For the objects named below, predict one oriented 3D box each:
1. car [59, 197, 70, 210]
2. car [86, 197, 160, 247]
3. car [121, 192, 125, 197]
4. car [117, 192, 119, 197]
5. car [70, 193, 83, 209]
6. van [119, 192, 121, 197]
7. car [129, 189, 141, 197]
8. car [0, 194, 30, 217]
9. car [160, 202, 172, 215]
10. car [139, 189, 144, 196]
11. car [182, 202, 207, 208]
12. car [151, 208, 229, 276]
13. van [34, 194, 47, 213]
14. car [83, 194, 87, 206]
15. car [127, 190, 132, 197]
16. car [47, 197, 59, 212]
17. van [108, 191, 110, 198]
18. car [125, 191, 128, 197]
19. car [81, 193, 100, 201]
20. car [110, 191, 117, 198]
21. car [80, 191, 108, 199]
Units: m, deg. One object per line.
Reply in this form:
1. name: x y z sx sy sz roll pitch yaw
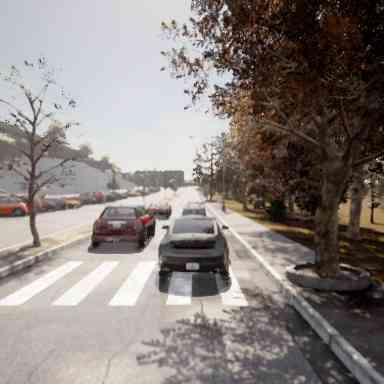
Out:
1. car: -16.751 1.404 37.790 4.792 1.488 2.163 -1 1 -20
2. car: -2.861 1.295 14.871 2.097 1.767 4.553 0 0 0
3. car: -16.562 0.847 67.650 4.553 1.767 2.185 -1 1 -20
4. car: -16.610 1.067 61.678 4.892 1.521 2.231 -1 1 -20
5. car: -16.539 1.341 40.858 5.366 1.575 1.946 -1 0 -20
6. van: -16.715 0.796 64.614 4.442 1.987 1.878 -1 1 -20
7. car: -16.482 0.722 85.646 4.792 1.488 2.163 -1 1 -20
8. car: -16.738 1.291 28.858 4.553 1.767 2.185 -1 0 -20
9. car: -2.804 1.522 29.353 1.895 1.301 4.718 0 0 0
10. car: -16.652 0.597 91.570 5.366 1.575 1.946 -1 1 -20
11. car: 0.168 1.475 26.122 2.033 1.411 5.357 0 0 1
12. car: 0.084 1.460 10.172 1.837 1.490 4.892 0 1 2
13. van: -16.647 1.181 31.884 4.442 1.987 1.878 -1 0 -20
14. car: -16.670 1.348 43.787 4.792 1.488 2.163 -1 0 -20
15. car: -16.537 0.909 73.642 4.792 1.488 2.163 -1 1 -20
16. car: -16.733 1.431 34.818 4.674 1.452 2.002 -1 1 -20
17. van: -16.538 0.931 55.753 4.442 1.987 1.878 -1 1 -20
18. car: -16.571 0.967 70.624 4.674 1.452 2.002 -1 1 -20
19. car: -16.667 1.285 49.743 4.674 1.452 2.002 -1 1 -20
20. car: -16.608 0.861 58.706 5.566 2.045 2.435 -1 1 -20
21. car: -16.687 0.954 52.710 5.566 2.045 2.435 -1 1 -20
